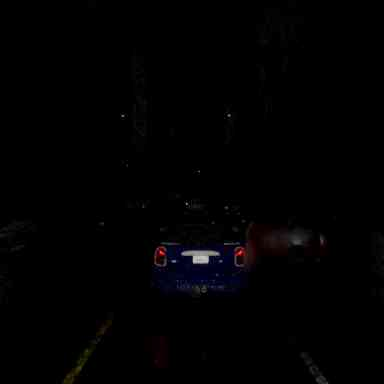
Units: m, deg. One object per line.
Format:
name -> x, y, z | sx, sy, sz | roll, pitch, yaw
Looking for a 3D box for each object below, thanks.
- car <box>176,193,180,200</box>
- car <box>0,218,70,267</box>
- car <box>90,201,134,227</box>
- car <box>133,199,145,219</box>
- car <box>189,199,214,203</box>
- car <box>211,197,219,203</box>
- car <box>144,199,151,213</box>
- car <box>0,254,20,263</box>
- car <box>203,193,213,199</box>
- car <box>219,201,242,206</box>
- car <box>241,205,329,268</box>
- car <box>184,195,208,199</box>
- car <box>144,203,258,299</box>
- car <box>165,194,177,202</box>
car -> -4.694, 1.495, 81.227 | 2.008, 1.369, 4.403 | 0, 0, 1
car -> -5.548, 1.565, 11.307 | 1.802, 1.307, 4.206 | 0, 0, 1
car -> -5.422, 1.533, 22.309 | 1.947, 1.339, 4.313 | 0, 0, 1
car -> -5.360, 1.542, 27.810 | 1.802, 1.307, 4.206 | 0, 0, 1
car -> 0.342, 1.446, 22.085 | 1.882, 1.535, 5.008 | 0, 0, 1
car -> 3.228, 1.520, 33.213 | 1.947, 1.339, 4.313 | 0, 0, 1
car -> -5.297, 1.394, 33.311 | 1.967, 1.590, 4.097 | 0, 0, 1
car -> -3.088, 1.523, 1.770 | 1.812, 1.442, 4.674 | 0, 0, 1
car -> 3.686, 1.380, 70.301 | 1.967, 1.590, 4.097 | 0, 0, 1
car -> 3.102, 1.518, 22.211 | 2.008, 1.369, 4.403 | 0, 0, 1
car -> 2.976, 1.423, 11.209 | 1.967, 1.590, 4.097 | 0, 0, 1
car -> 0.361, 1.412, 32.111 | 1.801, 1.575, 5.366 | 0, 0, 1
car -> 0.192, 1.338, 8.612 | 2.097, 1.767, 4.553 | 0, 0, 1
car -> -4.838, 1.521, 70.411 | 1.802, 1.307, 4.206 | 0, 0, 1
